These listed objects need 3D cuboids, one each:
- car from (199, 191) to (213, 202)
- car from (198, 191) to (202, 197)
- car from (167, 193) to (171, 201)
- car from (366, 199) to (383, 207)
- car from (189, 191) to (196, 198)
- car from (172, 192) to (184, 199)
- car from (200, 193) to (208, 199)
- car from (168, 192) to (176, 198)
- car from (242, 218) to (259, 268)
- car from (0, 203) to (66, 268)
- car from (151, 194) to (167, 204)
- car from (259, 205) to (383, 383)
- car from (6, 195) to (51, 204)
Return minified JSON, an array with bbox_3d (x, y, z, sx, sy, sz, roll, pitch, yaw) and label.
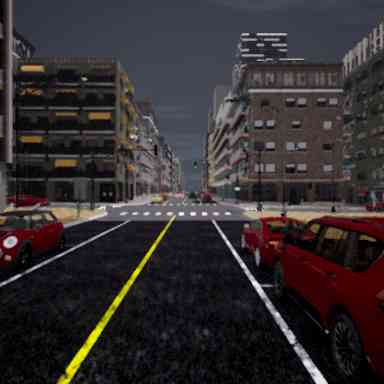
[{"bbox_3d":[2.747,1.066,59.789,1.887,1.381,4.507,1,0,0],"label":"car"},{"bbox_3d":[2.752,0.918,65.312,1.967,1.590,4.097,1,0,0],"label":"car"},{"bbox_3d":[-5.630,1.023,65.333,1.887,1.381,4.507,1,0,0],"label":"car"},{"bbox_3d":[20.876,1.463,35.466,4.097,1.590,1.967,1,-1,0],"label":"car"},{"bbox_3d":[0.072,0.818,85.634,1.837,1.490,4.892,0,0,0],"label":"car"},{"bbox_3d":[-2.936,0.736,77.770,2.097,1.767,4.553,0,0,0],"label":"car"},{"bbox_3d":[2.760,0.974,76.359,1.802,1.307,4.206,1,0,0],"label":"car"},{"bbox_3d":[-5.607,0.814,92.950,2.008,1.369,4.403,1,0,0],"label":"car"},{"bbox_3d":[2.707,1.457,10.754,1.887,1.381,4.507,1,0,0],"label":"car"},{"bbox_3d":[-5.672,1.352,10.761,1.967,1.590,4.097,1,0,0],"label":"car"},{"bbox_3d":[-5.638,1.092,54.117,1.752,1.417,4.829,1,0,0],"label":"car"},{"bbox_3d":[2.704,1.272,5.192,2.192,1.841,5.009,1,0,0],"label":"car"},{"bbox_3d":[-17.223,0.976,35.170,4.507,1.381,1.887,1,-1,0],"label":"car"}]
